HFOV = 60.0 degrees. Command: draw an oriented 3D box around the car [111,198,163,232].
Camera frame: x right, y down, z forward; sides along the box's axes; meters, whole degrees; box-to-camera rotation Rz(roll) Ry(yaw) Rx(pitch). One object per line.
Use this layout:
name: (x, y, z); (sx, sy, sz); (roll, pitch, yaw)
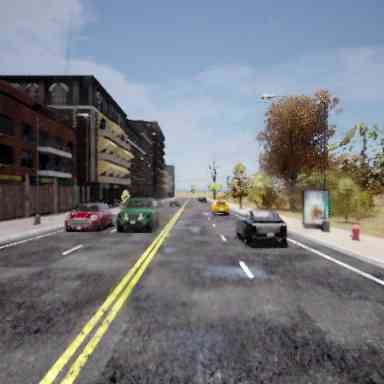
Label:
car: (-3.347, 1.400, 21.633); (2.150, 2.045, 5.566); (0, -1, 0)

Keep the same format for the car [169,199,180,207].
car: (-3.265, 2.087, 62.793); (1.994, 1.385, 4.181); (0, 0, 0)

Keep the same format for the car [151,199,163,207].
car: (-6.514, 2.052, 62.780); (1.812, 1.442, 4.674); (0, 0, 0)

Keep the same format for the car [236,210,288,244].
car: (3.350, 1.628, 16.599); (2.128, 1.511, 4.902); (0, 0, 0)

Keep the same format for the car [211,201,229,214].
car: (3.350, 1.803, 39.882); (1.882, 1.535, 5.008); (0, 0, 0)

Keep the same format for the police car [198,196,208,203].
police car: (3.247, 2.176, 90.897); (1.930, 1.638, 5.238); (0, 0, 0)

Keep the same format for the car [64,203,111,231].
car: (-6.594, 1.529, 21.663); (2.097, 1.767, 4.553); (0, 0, 0)
